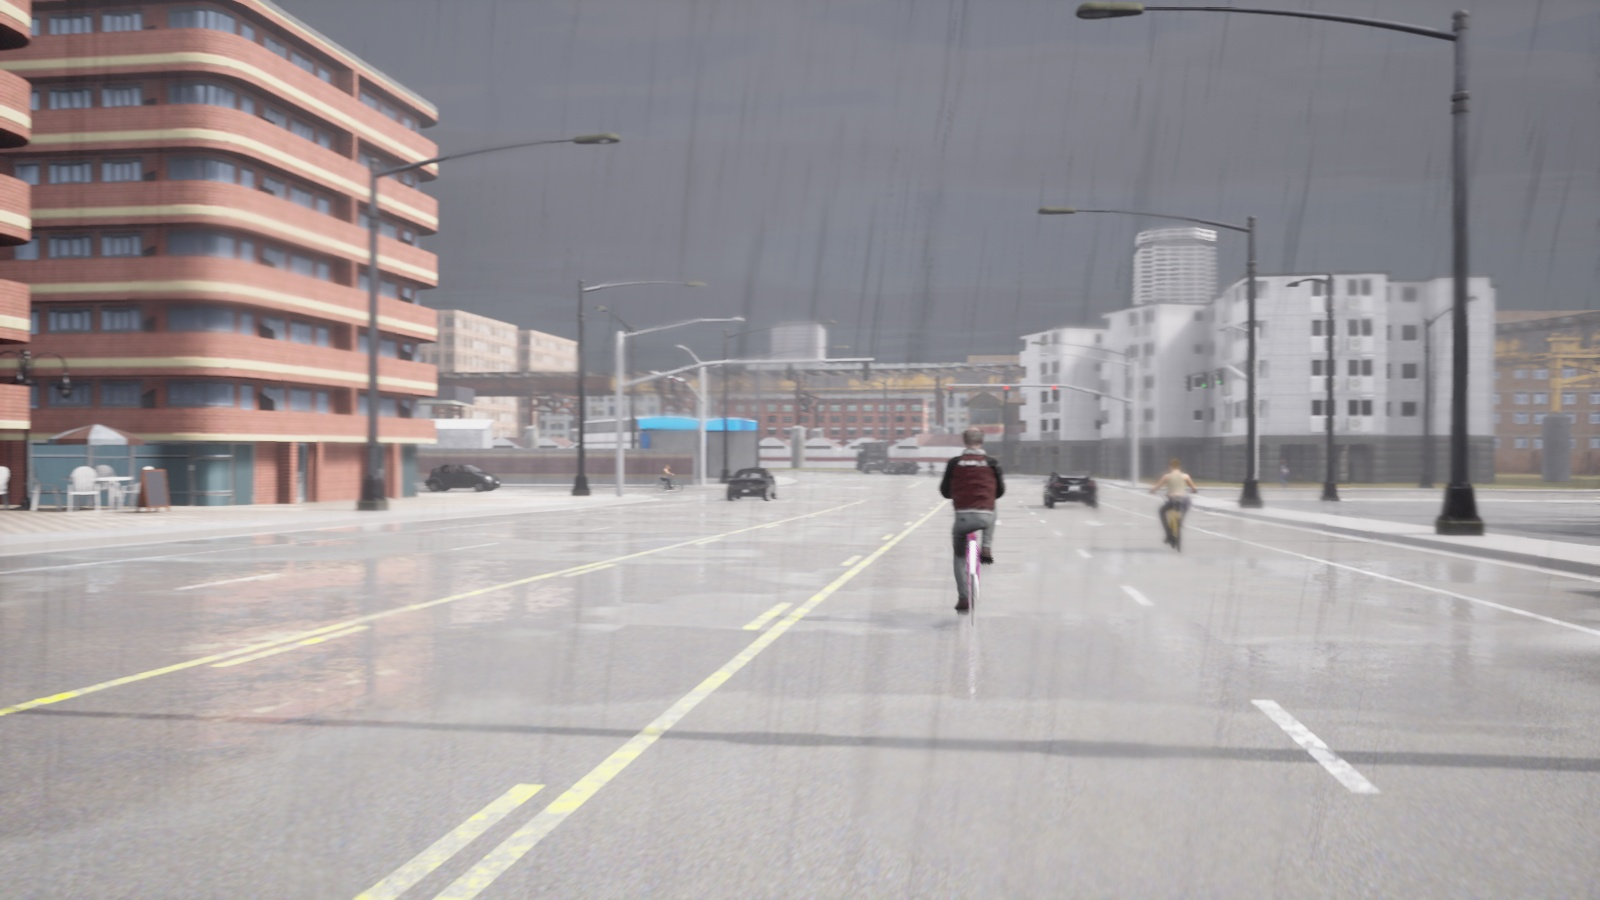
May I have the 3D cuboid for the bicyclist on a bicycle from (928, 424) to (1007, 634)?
[{"bbox_3d":[1.557,0.679,11.606,0.659,1.776,1.843,0,-1,8],"label":"bicyclist on a bicycle"}]

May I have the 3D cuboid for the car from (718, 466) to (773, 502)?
[{"bbox_3d":[-2.445,1.539,57.827,1.882,1.535,5.008,0,0,5],"label":"car"}]

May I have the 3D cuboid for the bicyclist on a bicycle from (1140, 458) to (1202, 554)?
[{"bbox_3d":[6.482,0.962,22.011,0.866,1.612,1.509,0,-1,10],"label":"bicyclist on a bicycle"}]

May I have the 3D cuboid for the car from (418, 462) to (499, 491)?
[{"bbox_3d":[-19.218,1.476,70.823,3.988,1.617,1.851,0,0,7],"label":"car"}]

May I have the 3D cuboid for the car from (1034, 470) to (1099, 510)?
[{"bbox_3d":[10.557,1.540,50.035,2.163,1.488,4.792,0,-1,8],"label":"car"}]
